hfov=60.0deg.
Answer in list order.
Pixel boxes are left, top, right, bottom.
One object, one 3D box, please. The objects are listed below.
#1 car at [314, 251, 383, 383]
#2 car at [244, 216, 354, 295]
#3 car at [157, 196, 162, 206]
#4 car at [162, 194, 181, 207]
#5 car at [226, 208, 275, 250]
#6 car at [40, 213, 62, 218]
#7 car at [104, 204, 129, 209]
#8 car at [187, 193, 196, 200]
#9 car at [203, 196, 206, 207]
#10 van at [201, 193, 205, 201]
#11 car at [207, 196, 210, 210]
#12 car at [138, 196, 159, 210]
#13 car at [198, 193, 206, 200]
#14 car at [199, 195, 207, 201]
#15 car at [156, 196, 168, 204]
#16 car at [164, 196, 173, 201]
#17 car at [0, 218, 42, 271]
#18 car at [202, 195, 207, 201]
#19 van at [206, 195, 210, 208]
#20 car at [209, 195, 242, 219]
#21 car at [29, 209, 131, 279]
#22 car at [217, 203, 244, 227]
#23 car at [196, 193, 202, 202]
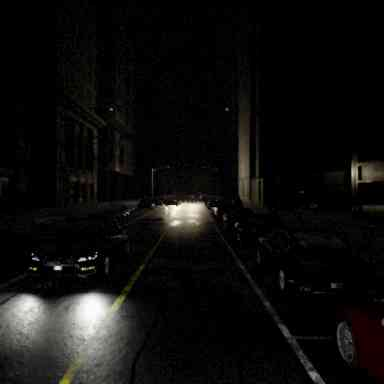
[{"bbox_3d":[2.766,1.580,2.870,1.802,1.307,4.206,0,0,0],"label":"car"},{"bbox_3d":[2.767,1.547,8.507,2.008,1.369,4.403,0,0,0],"label":"car"},{"bbox_3d":[-5.750,1.432,53.594,1.967,1.590,4.097,0,0,0],"label":"car"},{"bbox_3d":[-3.068,1.517,51.120,1.812,1.442,4.674,0,0,0],"label":"car"},{"bbox_3d":[2.768,1.560,14.143,1.947,1.339,4.313,0,0,0],"label":"car"},{"bbox_3d":[-5.757,1.576,14.139,1.802,1.307,4.206,0,0,0],"label":"car"},{"bbox_3d":[-5.755,1.574,25.412,1.802,1.307,4.206,0,0,0],"label":"car"},{"bbox_3d":[0.016,1.454,92.075,1.895,1.301,4.718,0,0,0],"label":"car"},{"bbox_3d":[2.773,1.542,42.327,2.008,1.369,4.403,0,0,0],"label":"car"},{"bbox_3d":[2.775,1.333,53.600,1.690,1.788,3.998,0,0,0],"label":"van"},{"bbox_3d":[2.771,1.432,31.054,1.967,1.590,4.097,0,0,0],"label":"car"},{"bbox_3d":[-5.752,1.557,42.321,1.947,1.339,4.313,0,0,0],"label":"car"},{"bbox_3d":[2.782,1.321,93.057,2.192,1.841,5.009,0,0,0],"label":"car"},{"bbox_3d":[2.780,1.548,87.420,1.887,1.381,4.507,0,0,0],"label":"car"},{"bbox_3d":[-5.749,1.562,64.866,1.947,1.339,4.313,0,0,0],"label":"car"},{"bbox_3d":[-5.746,1.567,81.775,1.947,1.339,4.313,0,0,0],"label":"car"},{"bbox_3d":[-5.758,1.578,8.502,1.802,1.307,4.206,0,0,0],"label":"car"},{"bbox_3d":[2.774,1.517,48.133,1.752,1.417,4.829,0,0,0],"label":"car"},{"bbox_3d":[2.773,1.332,36.690,1.690,1.788,3.998,0,0,0],"label":"van"},{"bbox_3d":[2.771,1.308,25.416,2.192,1.841,5.009,0,0,0],"label":"car"},{"bbox_3d":[-3.098,1.500,10.100,1.837,1.490,4.892,0,0,0],"label":"car"},{"bbox_3d":[2.769,1.559,19.780,1.947,1.339,4.313,0,0,0],"label":"car"},{"bbox_3d":[2.367,1.503,73.217,1.837,1.490,4.892,0,0,0],"label":"car"}]
